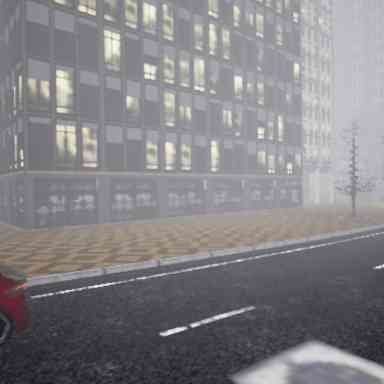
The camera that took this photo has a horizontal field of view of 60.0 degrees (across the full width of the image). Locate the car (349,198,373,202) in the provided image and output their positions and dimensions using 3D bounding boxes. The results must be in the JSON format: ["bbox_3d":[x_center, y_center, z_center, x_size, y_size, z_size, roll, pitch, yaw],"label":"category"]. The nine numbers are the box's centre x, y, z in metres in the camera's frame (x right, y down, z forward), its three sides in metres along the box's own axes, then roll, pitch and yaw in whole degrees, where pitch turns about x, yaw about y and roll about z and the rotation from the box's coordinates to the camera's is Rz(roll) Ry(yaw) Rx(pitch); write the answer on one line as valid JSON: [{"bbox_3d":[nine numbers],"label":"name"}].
[{"bbox_3d":[32.985,1.235,65.011,1.802,1.307,4.206,-1,1,-40],"label":"car"}]

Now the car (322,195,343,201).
[{"bbox_3d":[29.355,1.186,69.385,1.947,1.339,4.313,-1,1,-40],"label":"car"}]

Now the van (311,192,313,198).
[{"bbox_3d":[28.440,0.729,83.503,1.690,1.788,3.998,-1,1,-40],"label":"van"}]

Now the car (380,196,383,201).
[{"bbox_3d":[36.646,1.251,60.661,1.947,1.339,4.313,-1,1,-40],"label":"car"}]

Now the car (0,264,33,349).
[{"bbox_3d":[-4.484,1.578,4.509,4.181,1.385,1.994,0,0,-35],"label":"car"}]
